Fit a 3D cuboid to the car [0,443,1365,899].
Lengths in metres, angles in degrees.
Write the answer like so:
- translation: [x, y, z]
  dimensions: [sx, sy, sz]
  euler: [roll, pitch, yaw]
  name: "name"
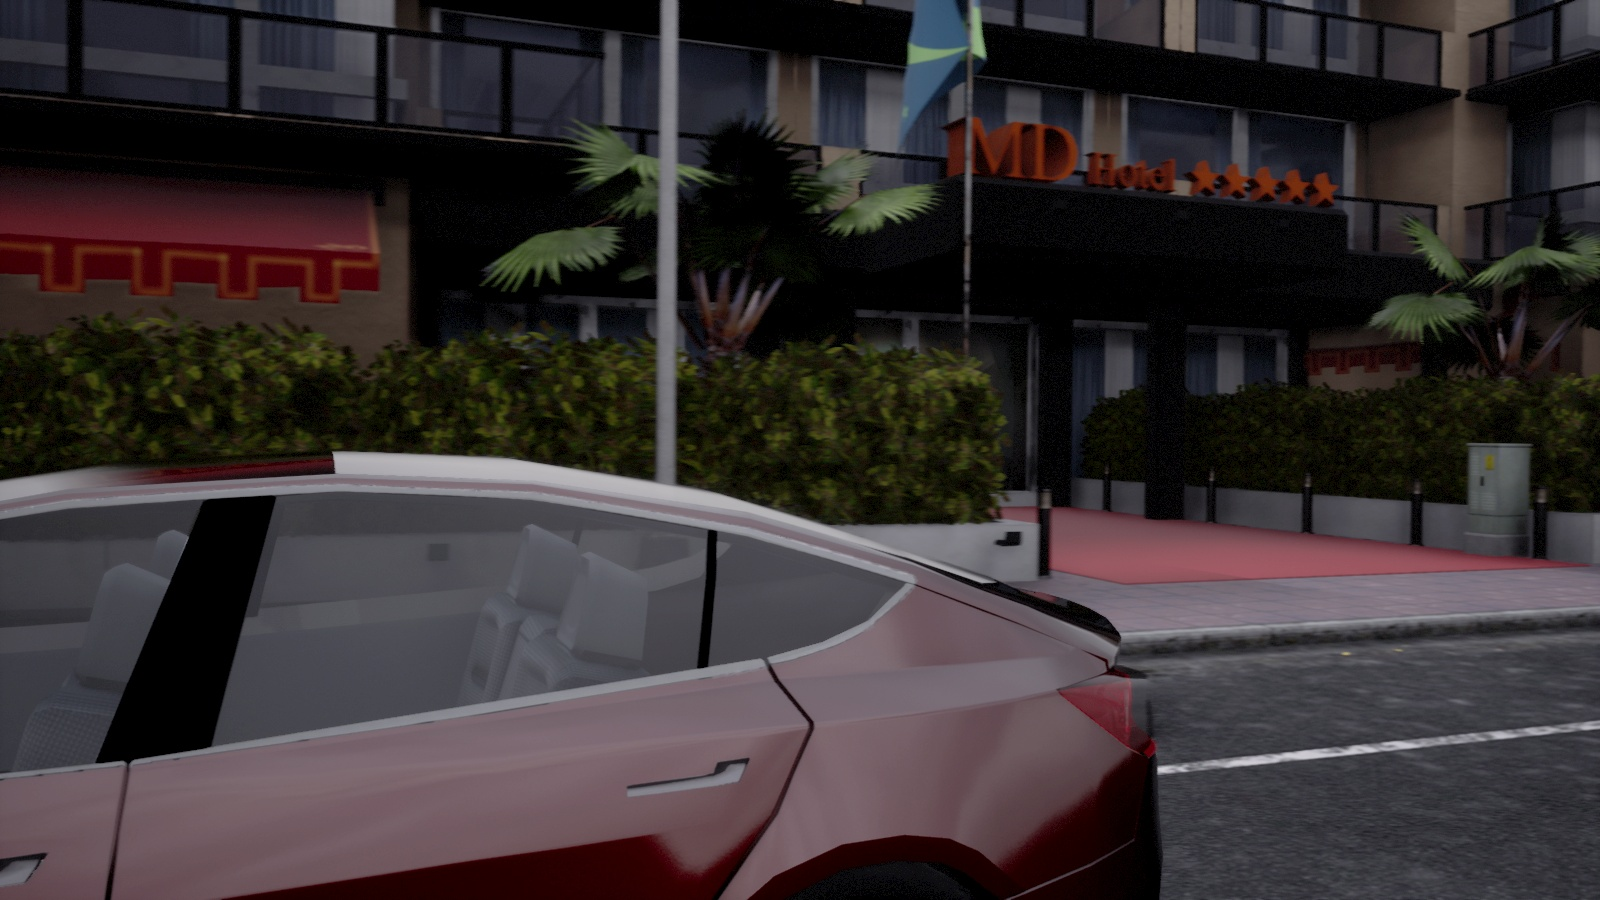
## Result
- translation: [-1.494, 0.771, 2.672]
  dimensions: [4.792, 1.488, 2.163]
  euler: [-1, 1, -21]
  name: "car"
